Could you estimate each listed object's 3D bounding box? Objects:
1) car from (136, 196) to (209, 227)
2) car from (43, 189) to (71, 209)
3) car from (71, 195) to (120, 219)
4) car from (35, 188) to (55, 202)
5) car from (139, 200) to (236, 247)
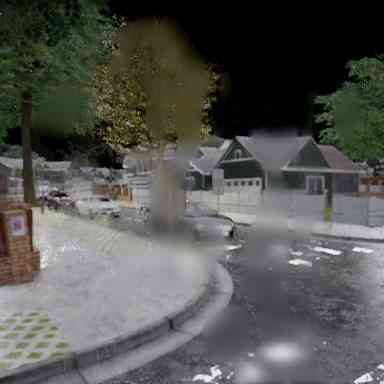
[{"bbox_3d":[-1.368,1.033,20.023,2.033,1.411,5.357,-1,2,-32],"label":"car"},{"bbox_3d":[-12.155,0.744,30.876,1.812,1.442,4.674,-1,2,-34],"label":"car"},{"bbox_3d":[-6.504,0.954,22.596,1.812,1.442,4.674,-1,2,-35],"label":"car"},{"bbox_3d":[-17.802,0.538,39.205,1.994,1.385,4.181,-1,2,-33],"label":"car"},{"bbox_3d":[-0.259,1.136,13.430,2.128,1.511,4.902,-1,2,-34],"label":"car"}]
